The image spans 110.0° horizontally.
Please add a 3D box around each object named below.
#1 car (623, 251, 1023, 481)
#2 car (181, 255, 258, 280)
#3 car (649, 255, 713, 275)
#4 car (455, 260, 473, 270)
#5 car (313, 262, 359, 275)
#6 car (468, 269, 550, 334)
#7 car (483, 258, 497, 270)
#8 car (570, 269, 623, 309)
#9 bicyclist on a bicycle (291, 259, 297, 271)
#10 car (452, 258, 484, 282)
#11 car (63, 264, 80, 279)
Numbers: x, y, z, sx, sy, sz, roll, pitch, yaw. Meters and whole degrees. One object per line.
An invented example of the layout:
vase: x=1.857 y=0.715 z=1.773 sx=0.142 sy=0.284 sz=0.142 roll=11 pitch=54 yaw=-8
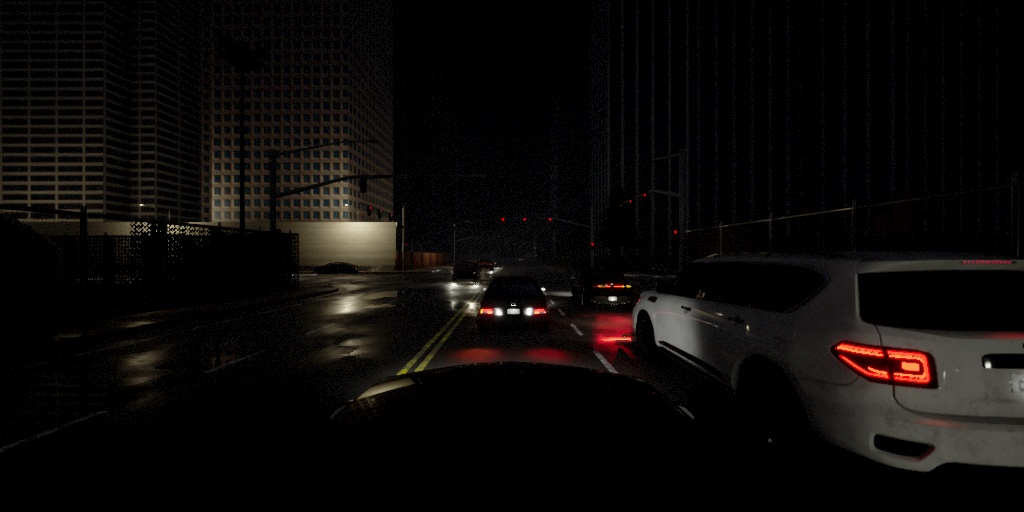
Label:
car: x=3.601 y=0.972 z=5.166 sx=2.150 sy=2.045 sz=5.566 roll=0 pitch=0 yaw=0
car: x=-24.085 y=0.916 z=29.768 sx=5.566 sy=2.045 sz=2.150 roll=0 pitch=0 yaw=0
car: x=17.307 y=0.917 z=36.883 sx=5.566 sy=2.045 sz=2.150 roll=0 pitch=0 yaw=0
car: x=-7.101 y=1.297 z=53.626 sx=2.033 sy=1.411 sz=5.357 roll=0 pitch=0 yaw=0
car: x=-18.098 y=1.258 z=37.051 sx=4.181 sy=1.385 sz=1.994 roll=0 pitch=0 yaw=-1
car: x=0.055 y=1.297 z=10.600 sx=2.033 sy=1.411 sz=5.357 roll=0 pitch=0 yaw=1
car: x=-3.600 y=1.102 z=48.681 sx=2.097 sy=1.767 sz=4.553 roll=0 pitch=0 yaw=0
car: x=3.636 y=1.255 z=15.026 sx=1.837 sy=1.490 sz=4.892 roll=0 pitch=0 yaw=2
bicyclist on a bicycle: x=-25.578 y=0.995 z=41.753 sx=0.582 sy=1.620 sz=1.656 roll=0 pitch=0 yaw=0
car: x=-3.601 y=1.197 z=28.939 sx=1.882 sy=1.535 sz=5.008 roll=0 pitch=0 yaw=0
car: x=-38.713 y=1.199 z=29.805 sx=4.892 sy=1.490 sz=1.837 roll=0 pitch=0 yaw=0
